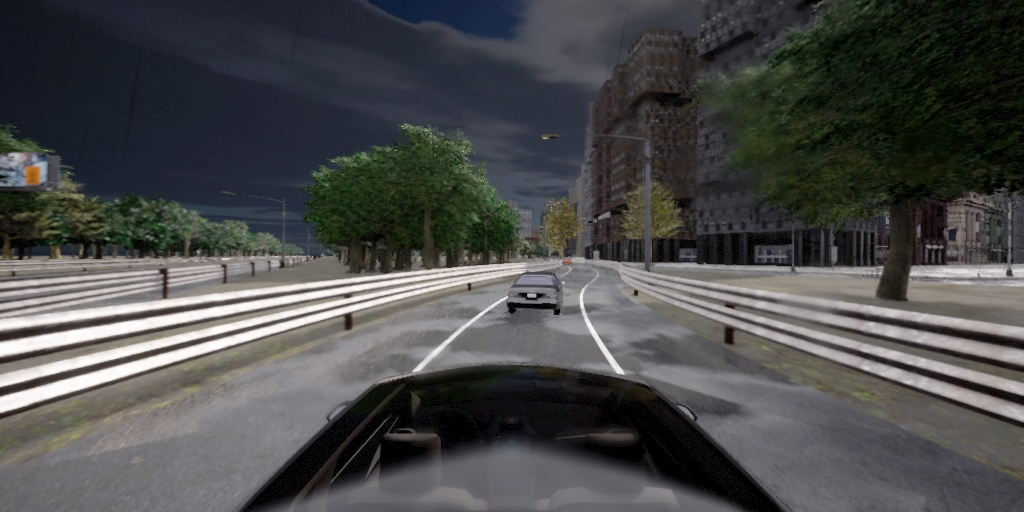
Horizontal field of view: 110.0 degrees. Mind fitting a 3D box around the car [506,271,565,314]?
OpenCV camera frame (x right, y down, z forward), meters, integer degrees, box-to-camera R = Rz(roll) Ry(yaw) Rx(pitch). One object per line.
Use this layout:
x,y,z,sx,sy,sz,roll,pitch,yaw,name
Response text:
1.015,1.303,13.871,2.033,1.411,5.357,0,0,9,car
